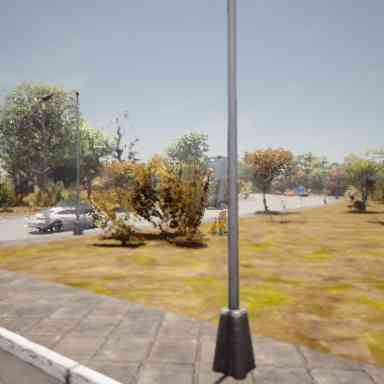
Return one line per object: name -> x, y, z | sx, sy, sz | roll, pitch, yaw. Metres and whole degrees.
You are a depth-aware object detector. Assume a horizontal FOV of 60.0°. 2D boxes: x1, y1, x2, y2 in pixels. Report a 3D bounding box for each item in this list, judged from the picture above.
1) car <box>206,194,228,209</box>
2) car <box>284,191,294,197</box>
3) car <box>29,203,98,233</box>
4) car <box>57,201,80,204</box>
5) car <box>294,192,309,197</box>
car -> 3.723, 1.265, 46.491 | 2.150, 2.045, 5.566 | -1, 0, 39
car -> 25.995, 0.445, 90.085 | 2.097, 1.767, 4.553 | 0, 1, -4
car -> -7.744, 1.673, 20.900 | 1.812, 1.442, 4.674 | -1, 0, 39
car -> -10.782, 1.554, 28.457 | 2.097, 1.767, 4.553 | -1, 0, 39
car -> 29.479, 0.684, 88.441 | 1.895, 1.301, 4.718 | 0, 1, 1
